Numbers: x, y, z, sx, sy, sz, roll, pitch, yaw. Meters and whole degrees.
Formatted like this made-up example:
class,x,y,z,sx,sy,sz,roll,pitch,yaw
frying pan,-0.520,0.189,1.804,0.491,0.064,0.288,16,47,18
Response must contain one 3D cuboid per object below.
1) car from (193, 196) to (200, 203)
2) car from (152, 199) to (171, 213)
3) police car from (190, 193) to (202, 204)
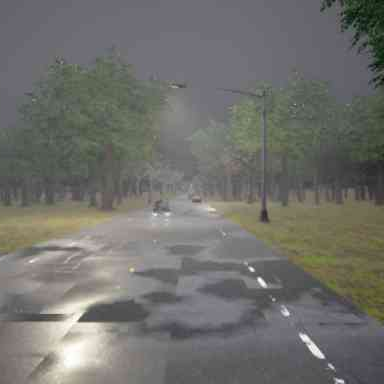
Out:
class,x,y,z,sx,sy,sz,roll,pitch,yaw
car,1.056,1.705,80.585,1.801,1.575,5.366,0,0,0
car,-3.587,1.653,39.704,1.837,1.490,4.892,0,-1,0
police car,1.056,1.659,70.504,1.930,1.638,5.238,0,0,0
